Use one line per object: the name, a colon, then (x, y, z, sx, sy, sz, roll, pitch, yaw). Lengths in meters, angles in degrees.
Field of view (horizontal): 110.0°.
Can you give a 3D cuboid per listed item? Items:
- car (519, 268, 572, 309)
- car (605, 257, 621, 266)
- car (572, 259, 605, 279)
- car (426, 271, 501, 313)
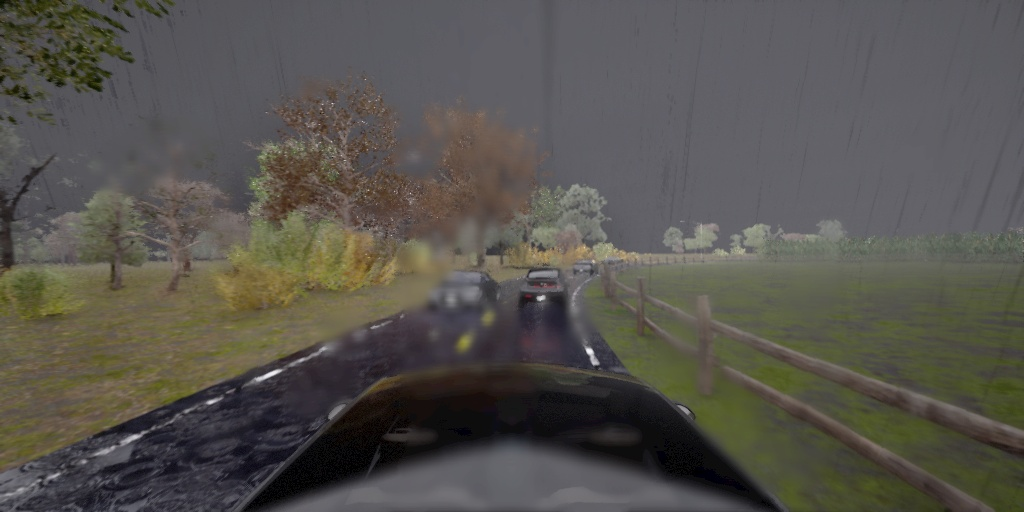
car: (1.445, 1.211, 14.790, 1.837, 1.490, 4.892, 0, 0, 10)
car: (14.736, 0.819, 52.990, 2.033, 1.411, 5.357, 0, 1, 37)
car: (7.032, 1.037, 33.710, 2.128, 1.511, 4.902, 0, 1, 23)
car: (-1.687, 1.263, 13.734, 1.994, 1.385, 4.181, 0, 0, 9)
